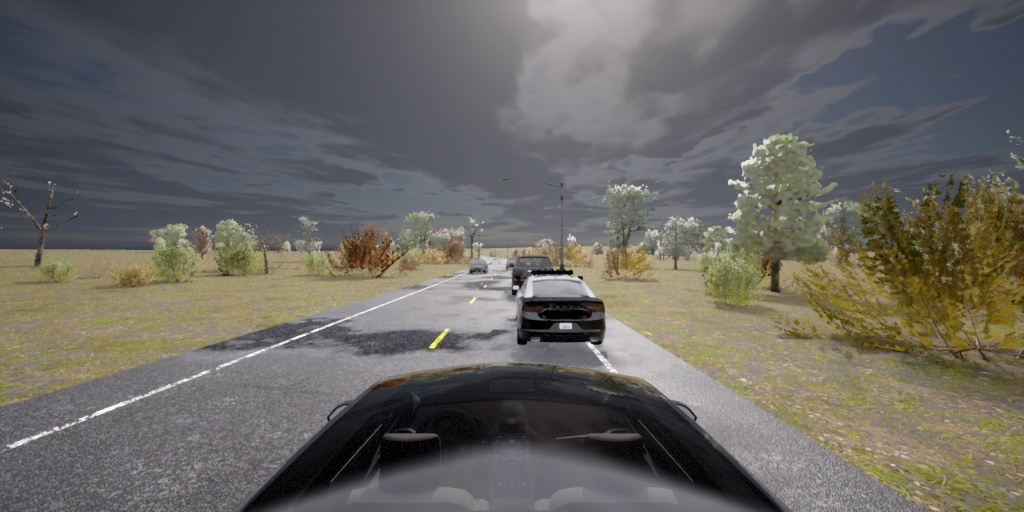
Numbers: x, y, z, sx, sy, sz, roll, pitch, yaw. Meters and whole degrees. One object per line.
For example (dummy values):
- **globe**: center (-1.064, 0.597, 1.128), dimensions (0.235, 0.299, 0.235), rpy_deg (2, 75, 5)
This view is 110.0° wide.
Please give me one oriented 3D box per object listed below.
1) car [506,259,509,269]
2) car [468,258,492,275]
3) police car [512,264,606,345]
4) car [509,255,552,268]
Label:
- **car**: center (0.082, 1.209, 52.255), dimensions (2.033, 1.411, 5.357), rpy_deg (0, 0, 1)
- **car**: center (-3.580, 1.201, 39.063), dimensions (1.837, 1.490, 4.892), rpy_deg (0, 0, 0)
- **police car**: center (1.055, 1.170, 9.615), dimensions (1.930, 1.638, 5.238), rpy_deg (0, 0, 0)
- **car**: center (1.060, 0.957, 19.536), dimensions (2.150, 2.045, 5.566), rpy_deg (0, 0, 0)
